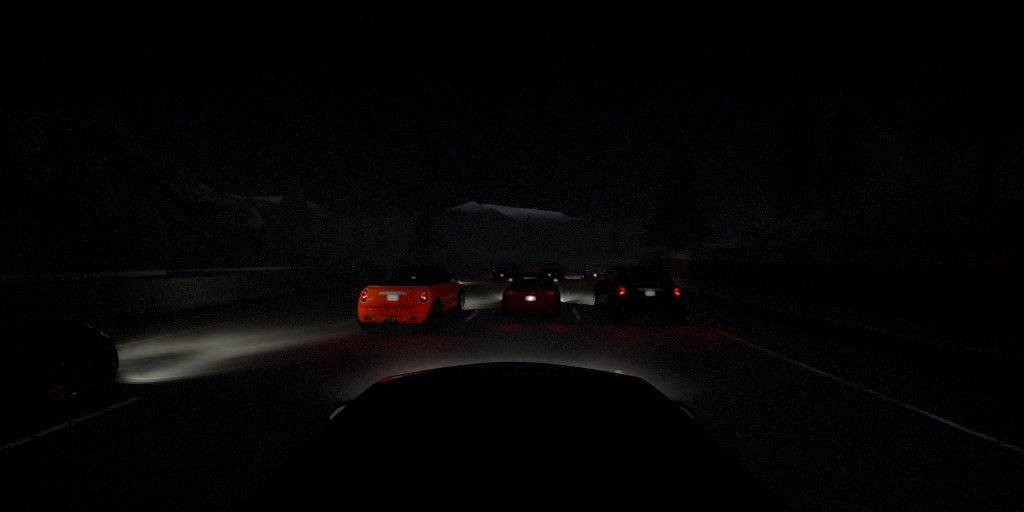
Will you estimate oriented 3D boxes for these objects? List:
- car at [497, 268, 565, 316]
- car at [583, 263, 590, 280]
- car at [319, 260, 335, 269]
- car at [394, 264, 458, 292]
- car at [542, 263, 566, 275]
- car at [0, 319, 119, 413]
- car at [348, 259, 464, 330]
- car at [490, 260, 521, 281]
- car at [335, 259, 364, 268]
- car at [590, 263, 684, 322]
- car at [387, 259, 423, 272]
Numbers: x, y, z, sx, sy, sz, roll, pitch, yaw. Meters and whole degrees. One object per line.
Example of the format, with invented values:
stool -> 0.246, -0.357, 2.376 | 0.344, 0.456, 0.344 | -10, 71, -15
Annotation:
car -> 0.772, 1.313, 13.361 | 1.994, 1.385, 4.181 | 0, 0, 5
car -> 7.150, 1.290, 30.784 | 1.812, 1.442, 4.674 | 0, 0, 13
car -> -21.860, 1.176, 45.020 | 1.837, 1.490, 4.892 | 0, 0, 16
car -> -5.175, 1.275, 22.606 | 2.033, 1.411, 5.357 | 0, 0, 9
car -> 3.428, 1.278, 30.227 | 1.812, 1.442, 4.674 | 0, 0, 12
car -> -6.784, 1.080, 3.291 | 2.097, 1.767, 4.553 | 0, 0, 1
car -> -2.909, 1.090, 11.302 | 2.097, 1.767, 4.553 | 0, 0, 4
car -> -0.298, 1.267, 29.541 | 1.812, 1.442, 4.674 | 0, 0, 12
car -> -18.607, 1.158, 43.697 | 1.882, 1.535, 5.008 | 0, 0, 16
car -> 4.211, 1.112, 12.587 | 2.097, 1.767, 4.553 | 0, 0, 5
car -> -13.958, 1.184, 47.063 | 2.128, 1.511, 4.902 | 0, 0, 17
